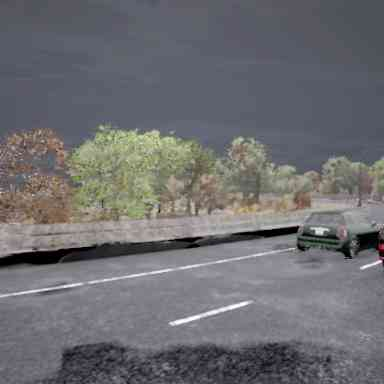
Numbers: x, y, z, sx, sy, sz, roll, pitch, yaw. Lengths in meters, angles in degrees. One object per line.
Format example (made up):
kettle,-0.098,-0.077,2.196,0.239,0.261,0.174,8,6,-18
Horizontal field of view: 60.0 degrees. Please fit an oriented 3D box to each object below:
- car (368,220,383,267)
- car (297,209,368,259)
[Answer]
car,7.794,1.400,10.382,5.566,2.045,2.150,1,-1,-42
car,6.300,1.552,13.766,4.553,1.767,2.097,1,-1,-42
